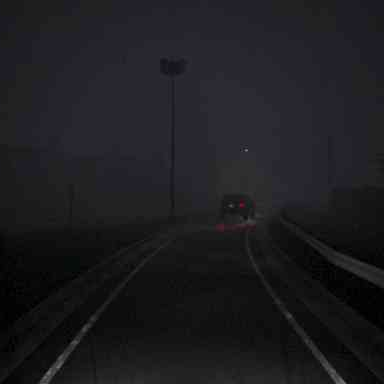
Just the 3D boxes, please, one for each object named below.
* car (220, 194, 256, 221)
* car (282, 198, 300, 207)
[{"bbox_3d":[3.953,1.239,28.199,2.150,2.045,5.566,0,-2,20],"label":"car"},{"bbox_3d":[15.087,1.577,50.508,1.812,1.442,4.674,0,0,32],"label":"car"}]
